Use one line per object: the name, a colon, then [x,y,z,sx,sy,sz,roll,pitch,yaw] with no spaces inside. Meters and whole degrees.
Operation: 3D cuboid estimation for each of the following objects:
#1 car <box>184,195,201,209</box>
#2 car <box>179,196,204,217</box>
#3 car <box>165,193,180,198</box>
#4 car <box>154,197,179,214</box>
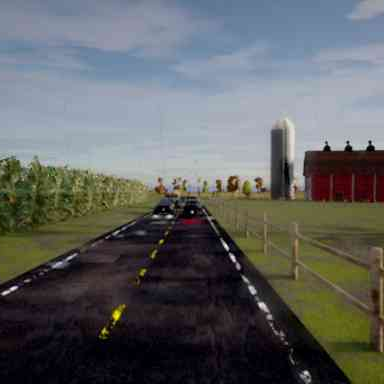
car: [0.056,1.266,44.096,2.097,1.767,4.553,0,0,0]
car: [0.032,1.440,30.537,1.837,1.490,4.892,0,0,0]
car: [-2.738,1.173,45.785,2.150,2.045,5.566,0,0,0]
car: [-2.728,1.494,33.894,1.994,1.385,4.181,0,0,0]
